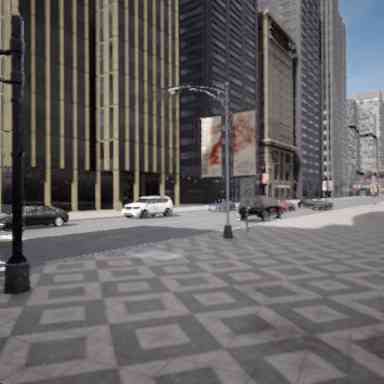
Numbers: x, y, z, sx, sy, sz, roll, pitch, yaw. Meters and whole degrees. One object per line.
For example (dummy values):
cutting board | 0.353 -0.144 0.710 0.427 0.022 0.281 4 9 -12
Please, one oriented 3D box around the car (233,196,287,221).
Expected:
car | 6.019 1.363 28.926 2.150 2.045 5.566 0 -1 35

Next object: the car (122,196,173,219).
car | -4.117 1.435 31.876 2.150 2.045 5.566 0 -1 36

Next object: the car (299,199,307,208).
car | 17.487 1.731 50.646 1.812 1.442 4.674 0 0 36

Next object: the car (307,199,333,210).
car | 17.990 1.669 45.634 2.128 1.511 4.902 0 0 36

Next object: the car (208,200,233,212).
car | 3.941 1.757 43.050 1.812 1.442 4.674 -1 0 36

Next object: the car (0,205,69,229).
car | -10.795 1.703 22.581 1.837 1.490 4.892 0 0 36

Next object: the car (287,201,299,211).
car | 11.740 1.755 42.548 1.994 1.385 4.181 0 0 36
